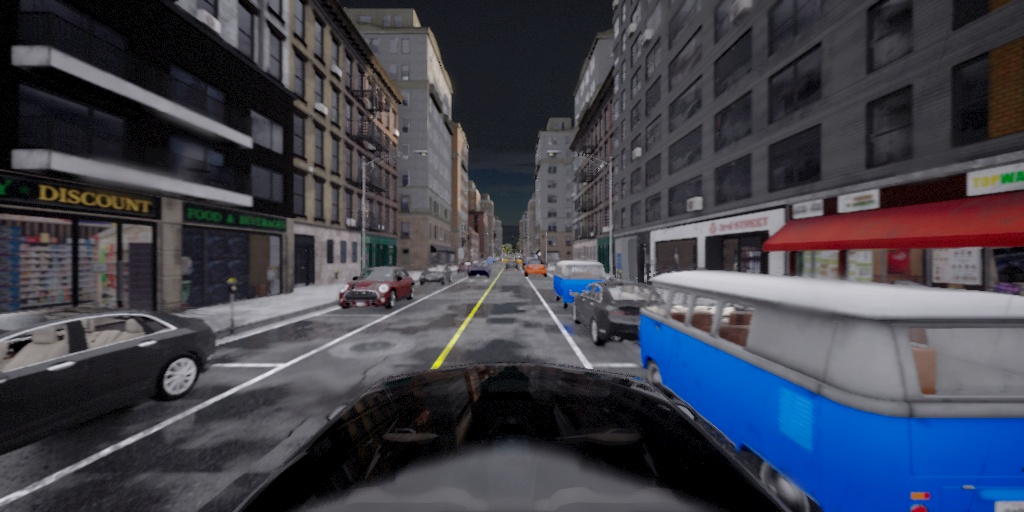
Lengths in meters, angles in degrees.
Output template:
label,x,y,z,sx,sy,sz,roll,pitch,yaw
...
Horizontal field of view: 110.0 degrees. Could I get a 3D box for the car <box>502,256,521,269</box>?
label,x,y,z,sx,sy,sz,roll,pitch,yaw
car,0.019,1.239,56.240,2.128,1.511,4.902,0,0,0

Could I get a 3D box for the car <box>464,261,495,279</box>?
label,x,y,z,sx,sy,sz,roll,pitch,yaw
car,-2.843,1.348,32.458,1.895,1.301,4.718,0,0,0

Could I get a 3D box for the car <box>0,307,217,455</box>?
label,x,y,z,sx,sy,sz,roll,pitch,yaw
car,-5.387,1.299,3.710,2.007,1.370,4.403,0,0,0

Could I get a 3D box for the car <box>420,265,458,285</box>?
label,x,y,z,sx,sy,sz,roll,pitch,yaw
car,-5.385,1.297,25.753,2.007,1.370,4.403,0,0,0

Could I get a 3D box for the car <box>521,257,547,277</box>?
label,x,y,z,sx,sy,sz,roll,pitch,yaw
car,2.265,1.100,35.604,2.097,1.767,4.553,0,0,0

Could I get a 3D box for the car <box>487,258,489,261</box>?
label,x,y,z,sx,sy,sz,roll,pitch,yaw
car,-5.382,1.312,58.819,1.948,1.339,4.313,0,0,0

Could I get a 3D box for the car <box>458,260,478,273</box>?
label,x,y,z,sx,sy,sz,roll,pitch,yaw
car,-5.384,1.329,42.286,1.802,1.307,4.207,0,0,0

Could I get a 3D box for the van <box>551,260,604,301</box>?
label,x,y,z,sx,sy,sz,roll,pitch,yaw
van,2.639,1.087,14.731,1.690,1.789,3.998,0,0,0

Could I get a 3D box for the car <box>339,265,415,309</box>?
label,x,y,z,sx,sy,sz,roll,pitch,yaw
car,-5.386,1.186,14.731,1.967,1.591,4.097,0,0,0

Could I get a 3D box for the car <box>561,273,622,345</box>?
label,x,y,z,sx,sy,sz,roll,pitch,yaw
car,2.638,1.297,9.220,2.007,1.370,4.403,0,0,0

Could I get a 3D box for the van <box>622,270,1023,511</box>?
label,x,y,z,sx,sy,sz,roll,pitch,yaw
van,2.638,1.090,3.710,1.690,1.789,3.998,0,0,0
